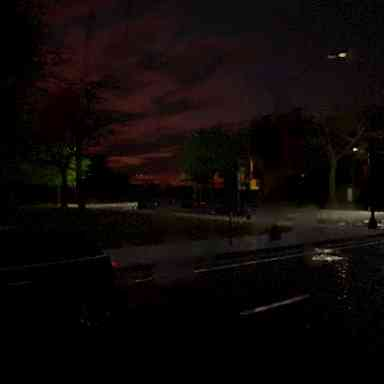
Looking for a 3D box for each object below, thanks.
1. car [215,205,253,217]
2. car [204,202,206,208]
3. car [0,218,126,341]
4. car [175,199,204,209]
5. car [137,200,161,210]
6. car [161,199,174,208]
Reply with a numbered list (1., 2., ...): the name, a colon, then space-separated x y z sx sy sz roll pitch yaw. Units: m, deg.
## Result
1. car: 4.982 2.208 40.547 2.033 1.411 5.357 -1 0 -35
2. car: 0.798 2.279 63.666 1.837 1.490 4.892 -1 0 -35
3. car: -3.449 1.352 5.213 4.553 1.767 2.097 1 0 -36
4. car: -0.514 2.135 59.910 2.097 1.767 4.553 -1 0 -35
5. car: -7.939 2.232 59.089 2.097 1.767 4.553 -1 0 -35
6. car: -6.392 2.449 68.211 2.033 1.411 5.357 -1 0 -35
